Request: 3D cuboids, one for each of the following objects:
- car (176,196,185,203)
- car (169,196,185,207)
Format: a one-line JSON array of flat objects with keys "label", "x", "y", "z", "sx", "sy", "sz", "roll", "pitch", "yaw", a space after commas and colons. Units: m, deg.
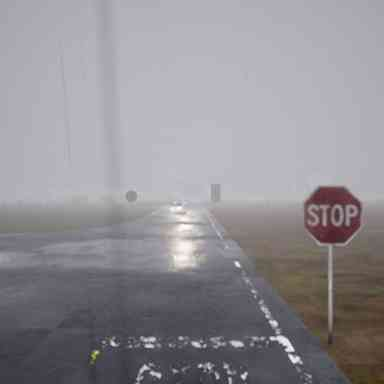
[{"label": "car", "x": -2.468, "y": 1.514, "z": 72.053, "sx": 1.812, "sy": 1.442, "sz": 4.674, "roll": 0, "pitch": 0, "yaw": 0}, {"label": "car", "x": -2.545, "y": 1.532, "z": 53.045, "sx": 2.128, "sy": 1.511, "sz": 4.902, "roll": 0, "pitch": 0, "yaw": 0}]
